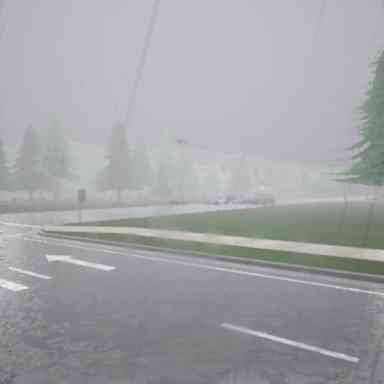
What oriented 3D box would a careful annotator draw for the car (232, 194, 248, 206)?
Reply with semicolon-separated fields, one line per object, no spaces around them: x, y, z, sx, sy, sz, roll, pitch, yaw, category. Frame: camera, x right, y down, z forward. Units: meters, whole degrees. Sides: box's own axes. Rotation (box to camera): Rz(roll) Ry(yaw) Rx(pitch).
8.631;1.534;56.508;2.128;1.511;4.902;0;0;37;car

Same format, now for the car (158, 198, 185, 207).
-3.270;1.643;52.175;1.895;1.301;4.718;0;0;36;car

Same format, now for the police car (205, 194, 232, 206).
4.111;1.546;56.164;2.038;1.542;4.974;0;0;36;police car

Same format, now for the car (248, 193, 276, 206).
11.928;1.262;55.081;2.150;2.045;5.566;0;0;37;car
